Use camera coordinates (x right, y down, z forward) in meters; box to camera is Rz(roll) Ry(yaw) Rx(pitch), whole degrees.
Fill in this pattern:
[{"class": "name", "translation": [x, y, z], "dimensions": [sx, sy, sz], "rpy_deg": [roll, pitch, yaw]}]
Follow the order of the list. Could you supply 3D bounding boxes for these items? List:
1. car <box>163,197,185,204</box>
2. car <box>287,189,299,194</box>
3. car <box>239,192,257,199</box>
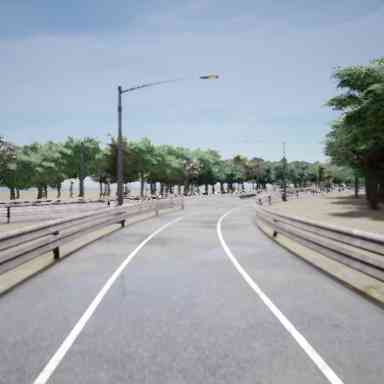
[{"class": "car", "translation": [-3.153, 1.373, 51.547], "dimensions": [1.895, 1.301, 4.718], "rpy_deg": [0, 2, 39]}, {"class": "car", "translation": [27.082, -0.061, 88.918], "dimensions": [1.882, 1.535, 5.008], "rpy_deg": [0, 2, 39]}, {"class": "car", "translation": [11.998, 0.714, 70.278], "dimensions": [1.895, 1.301, 4.718], "rpy_deg": [0, 2, 39]}]
